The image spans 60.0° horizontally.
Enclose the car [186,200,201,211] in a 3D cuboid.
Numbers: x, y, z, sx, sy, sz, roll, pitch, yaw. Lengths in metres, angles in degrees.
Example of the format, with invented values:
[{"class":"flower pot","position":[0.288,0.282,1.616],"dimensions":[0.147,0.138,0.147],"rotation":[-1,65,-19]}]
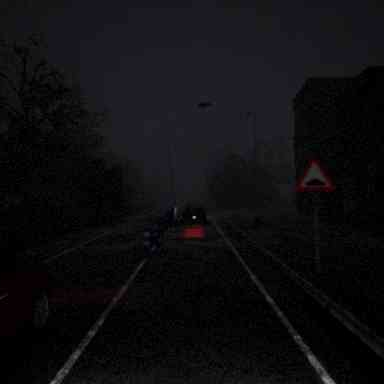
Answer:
[{"class":"car","position":[0.243,1.794,45.218],"dimensions":[1.895,1.301,4.718],"rotation":[0,0,0]}]

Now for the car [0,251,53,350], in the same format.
[{"class":"car","position":[-3.334,1.541,4.097],"dimensions":[1.812,1.442,4.674],"rotation":[0,0,0]}]

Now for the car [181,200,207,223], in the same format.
[{"class":"car","position":[0.187,1.621,27.045],"dimensions":[1.837,1.490,4.892],"rotation":[0,0,0]}]
